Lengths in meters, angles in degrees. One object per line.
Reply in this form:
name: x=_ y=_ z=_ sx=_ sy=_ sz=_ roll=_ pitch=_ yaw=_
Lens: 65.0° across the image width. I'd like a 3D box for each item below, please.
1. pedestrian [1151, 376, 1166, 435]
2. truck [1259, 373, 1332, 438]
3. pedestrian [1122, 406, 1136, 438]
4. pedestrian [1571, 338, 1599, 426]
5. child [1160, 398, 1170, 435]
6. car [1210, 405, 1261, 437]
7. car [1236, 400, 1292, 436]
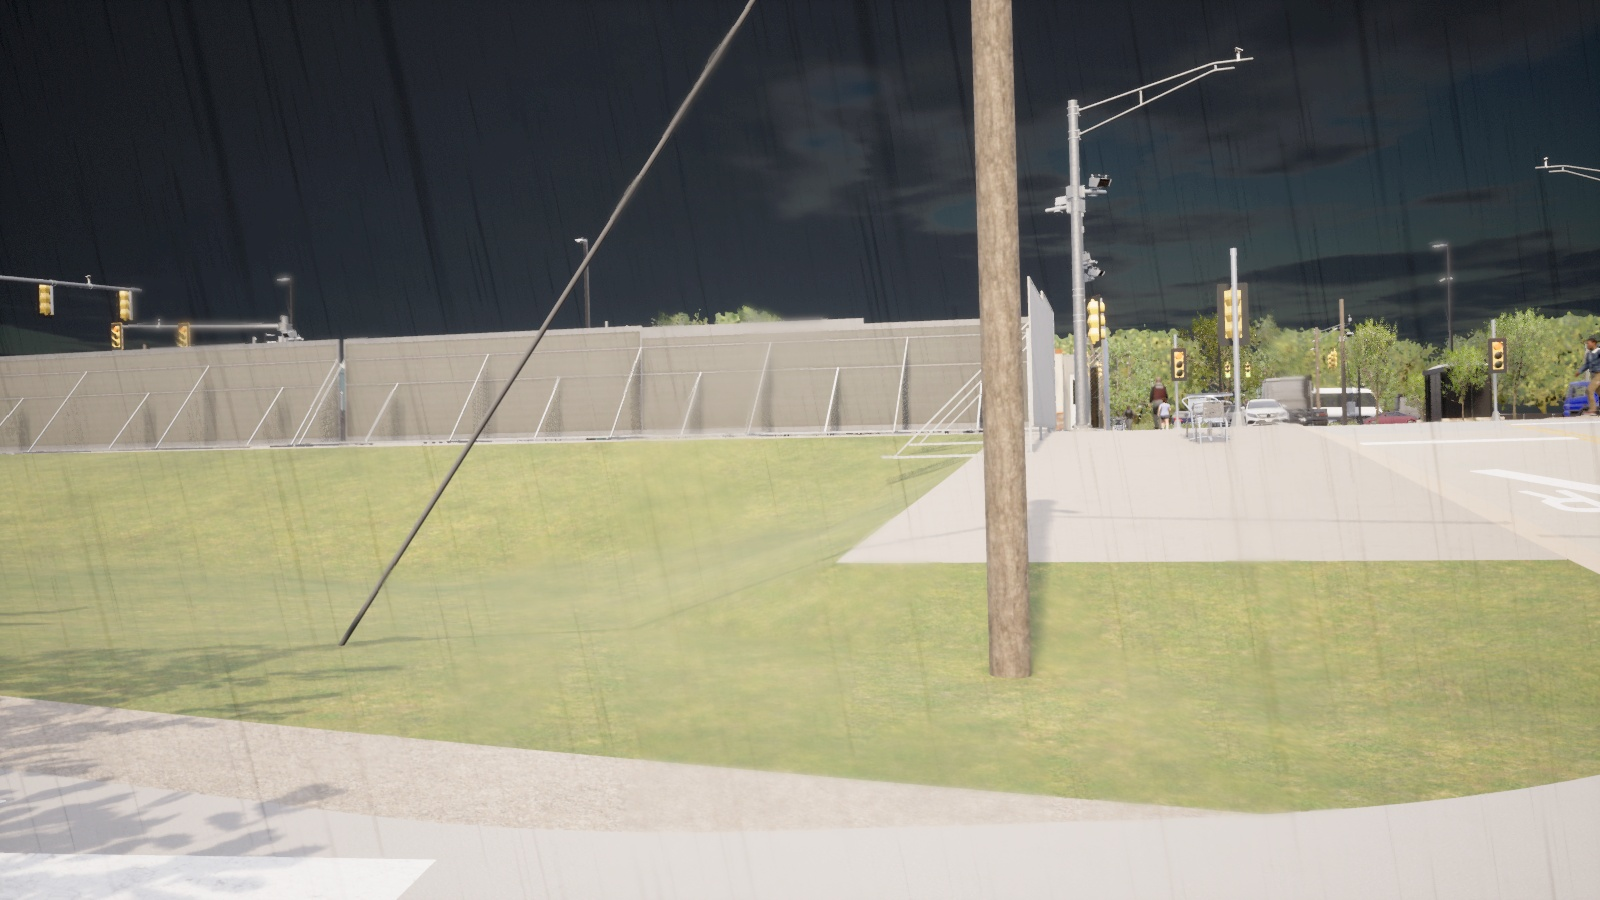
pedestrian: x=11.444 y=-1.398 z=40.088 sx=0.376 sy=1.854 sz=0.720 roll=-1 pitch=0 yaw=10
truck: x=29.003 y=-2.507 z=73.823 sx=2.891 sy=3.462 sz=7.936 roll=-1 pitch=0 yaw=14
pedestrian: x=19.243 y=-1.629 z=73.440 sx=0.563 sy=1.883 sz=0.849 roll=-1 pitch=0 yaw=30
pedestrian: x=17.915 y=-1.528 z=28.292 sx=0.788 sy=1.949 sz=0.423 roll=-1 pitch=0 yaw=6
child: x=10.932 y=-0.996 z=37.600 sx=0.255 sy=1.110 sz=0.394 roll=-1 pitch=0 yaw=14
car: x=24.158 y=-1.585 z=69.835 sx=2.242 sy=1.667 sz=4.611 roll=-1 pitch=0 yaw=14
car: x=20.681 y=-1.396 z=56.102 sx=1.812 sy=1.442 sz=4.674 roll=-1 pitch=0 yaw=14
